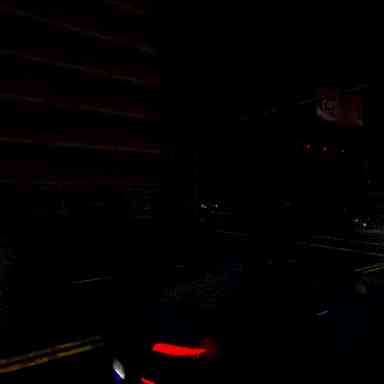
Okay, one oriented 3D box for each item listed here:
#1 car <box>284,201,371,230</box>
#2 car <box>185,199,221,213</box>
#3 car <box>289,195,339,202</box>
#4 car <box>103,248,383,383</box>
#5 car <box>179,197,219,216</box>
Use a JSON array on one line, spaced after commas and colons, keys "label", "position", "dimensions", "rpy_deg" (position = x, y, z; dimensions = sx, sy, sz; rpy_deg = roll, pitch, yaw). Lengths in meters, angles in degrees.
[{"label": "car", "position": [8.590, 1.547, 21.691], "dimensions": [2.033, 1.411, 5.357], "rpy_deg": [0, 0, -36]}, {"label": "car", "position": [1.208, 1.563, 37.931], "dimensions": [1.994, 1.385, 4.181], "rpy_deg": [0, 0, -36]}, {"label": "car", "position": [9.958, 1.223, 25.780], "dimensions": [2.150, 2.045, 5.566], "rpy_deg": [0, 0, -36]}, {"label": "car", "position": [1.162, 1.526, 4.570], "dimensions": [4.674, 1.442, 1.812], "rpy_deg": [0, 0, -36]}, {"label": "car", "position": [0.645, 1.352, 32.722], "dimensions": [2.097, 1.767, 4.553], "rpy_deg": [0, 0, -36]}]
